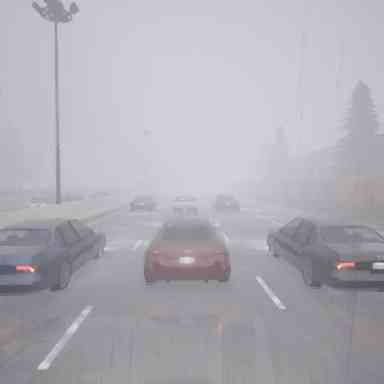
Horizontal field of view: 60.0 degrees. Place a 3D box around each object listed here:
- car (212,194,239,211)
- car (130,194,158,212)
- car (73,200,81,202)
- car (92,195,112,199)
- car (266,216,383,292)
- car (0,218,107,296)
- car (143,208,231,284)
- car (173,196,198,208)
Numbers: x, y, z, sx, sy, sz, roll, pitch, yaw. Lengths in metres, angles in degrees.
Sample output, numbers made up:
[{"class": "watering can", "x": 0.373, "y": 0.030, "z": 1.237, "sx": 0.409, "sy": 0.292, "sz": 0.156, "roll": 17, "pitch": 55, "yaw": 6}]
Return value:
[{"class": "car", "x": 2.897, "y": 0.853, "z": 29.020, "sx": 1.994, "sy": 1.385, "sz": 4.181, "roll": 0, "pitch": 1, "yaw": -1}, {"class": "car", "x": -4.100, "y": 0.890, "z": 28.798, "sx": 1.994, "sy": 1.385, "sz": 4.181, "roll": 0, "pitch": 1, "yaw": -1}, {"class": "car", "x": -15.092, "y": 0.670, "z": 41.614, "sx": 1.895, "sy": 1.301, "sz": 4.718, "roll": 0, "pitch": 1, "yaw": -1}, {"class": "car", "x": -11.615, "y": 0.578, "z": 42.597, "sx": 2.033, "sy": 1.411, "sz": 5.357, "roll": 0, "pitch": 1, "yaw": -1}, {"class": "car", "x": 3.376, "y": 1.324, "z": 8.550, "sx": 2.033, "sy": 1.411, "sz": 5.357, "roll": 0, "pitch": 1, "yaw": -1}, {"class": "car", "x": -3.623, "y": 1.360, "z": 8.387, "sx": 2.033, "sy": 1.411, "sz": 5.357, "roll": 0, "pitch": 1, "yaw": -1}, {"class": "car", "x": -0.134, "y": 1.347, "z": 8.970, "sx": 1.994, "sy": 1.385, "sz": 4.181, "roll": 0, "pitch": 1, "yaw": -1}, {"class": "car", "x": -0.552, "y": 0.962, "z": 26.674, "sx": 1.895, "sy": 1.301, "sz": 4.718, "roll": 0, "pitch": 1, "yaw": -1}]
